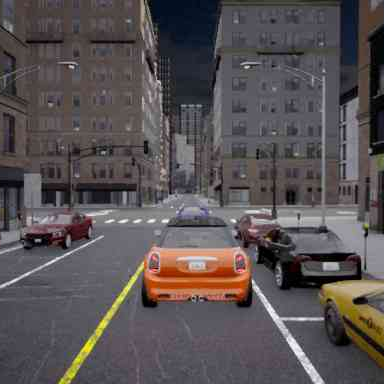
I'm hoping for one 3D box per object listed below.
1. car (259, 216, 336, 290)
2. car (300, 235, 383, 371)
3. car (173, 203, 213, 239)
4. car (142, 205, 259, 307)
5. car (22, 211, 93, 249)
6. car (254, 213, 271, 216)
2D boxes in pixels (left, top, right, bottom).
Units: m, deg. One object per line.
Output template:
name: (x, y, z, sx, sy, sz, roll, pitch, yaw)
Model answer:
car: (2.863, 1.567, 8.935, 1.947, 1.339, 4.313, -1, 0, 0)
car: (2.865, 1.526, 3.519, 1.752, 1.417, 4.829, -1, 0, 0)
car: (0.093, 1.481, 18.418, 1.882, 1.535, 5.008, 0, 0, 1)
car: (0.094, 1.354, 8.130, 2.097, 1.767, 4.553, 0, 0, 0)
car: (-5.684, 1.547, 14.515, 1.887, 1.381, 4.507, -1, 0, 0)
car: (2.861, 1.584, 14.521, 1.802, 1.307, 4.206, -1, 0, 0)
